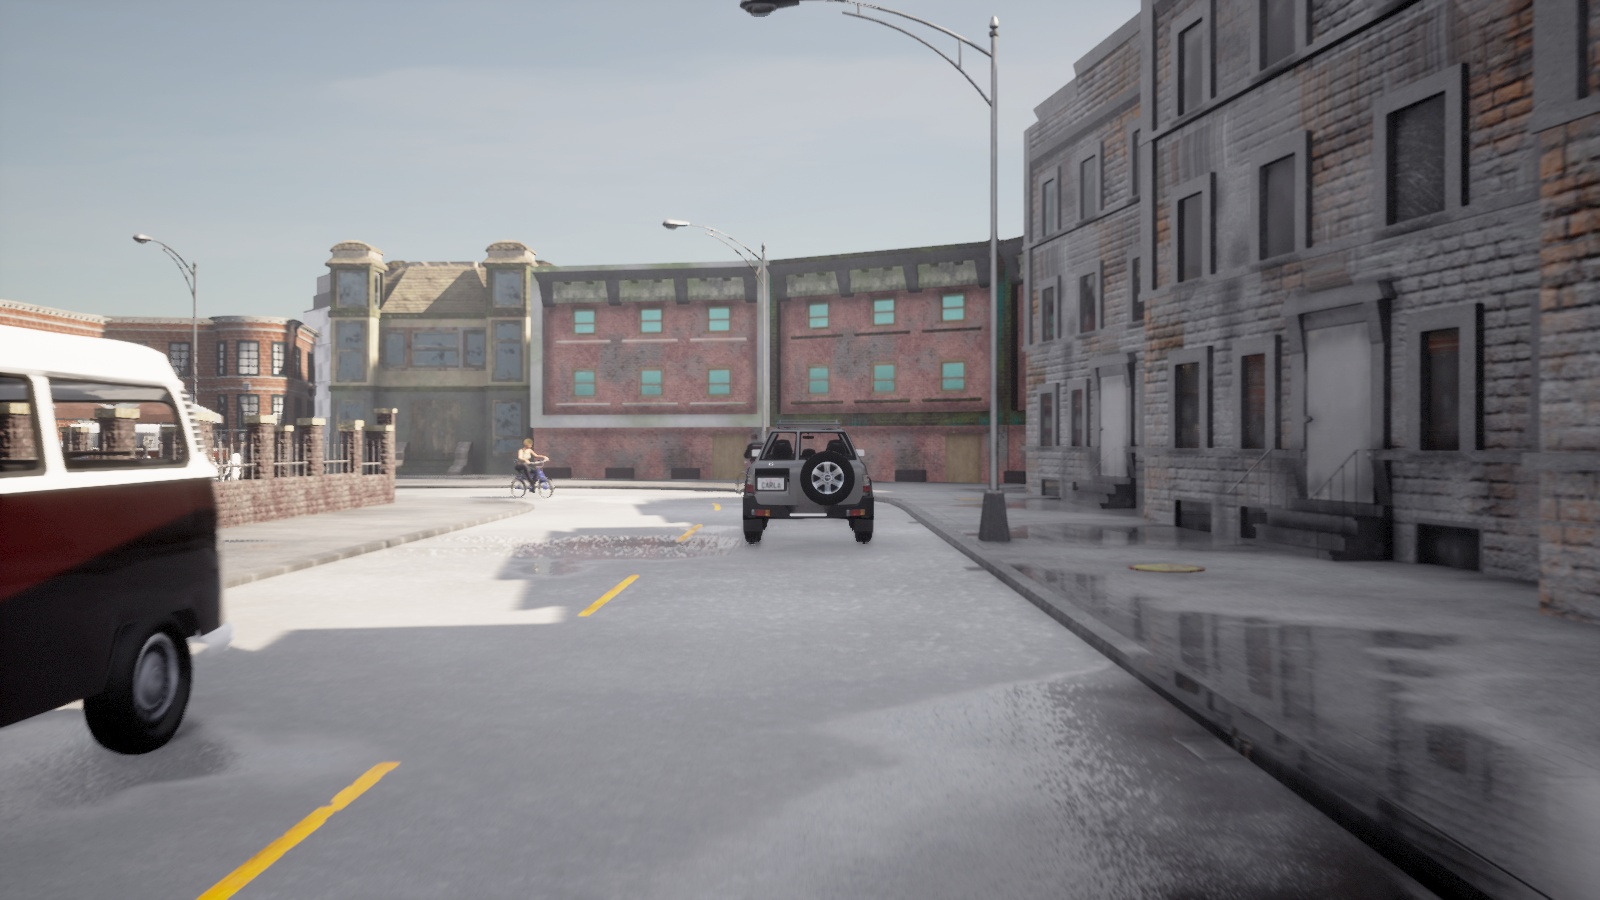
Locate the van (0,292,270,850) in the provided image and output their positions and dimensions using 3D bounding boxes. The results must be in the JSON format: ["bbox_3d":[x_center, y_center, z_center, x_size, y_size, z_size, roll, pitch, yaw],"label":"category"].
[{"bbox_3d":[-3.957,0.440,4.656,2.069,2.038,4.480,0,0,0],"label":"van"}]

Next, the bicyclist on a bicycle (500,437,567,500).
[{"bbox_3d":[-7.124,0.489,33.616,1.509,1.612,0.866,0,3,31],"label":"bicyclist on a bicycle"}]

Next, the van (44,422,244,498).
[{"bbox_3d":[-18.195,0.258,34.980,4.480,2.038,2.069,0,0,0],"label":"van"}]

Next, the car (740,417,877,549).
[{"bbox_3d":[0.131,0.451,19.948,1.932,1.855,4.605,0,0,0],"label":"car"}]
